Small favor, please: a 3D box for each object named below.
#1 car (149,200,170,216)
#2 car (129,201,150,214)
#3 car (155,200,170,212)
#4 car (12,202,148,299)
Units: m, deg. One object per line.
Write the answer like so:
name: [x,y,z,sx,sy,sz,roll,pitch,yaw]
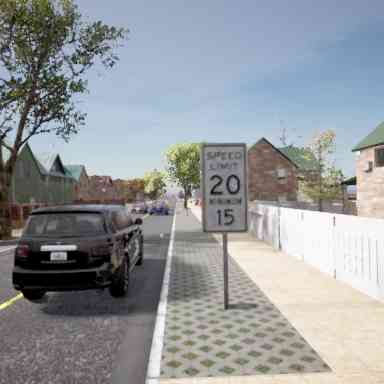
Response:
car: [-3.868,1.799,39.532,2.097,1.767,4.553,-1,-1,-2]
car: [-6.856,2.036,43.938,2.128,1.511,4.902,-1,-1,-2]
car: [-4.354,2.036,49.783,1.882,1.535,5.008,-1,-1,-2]
car: [-2.614,1.328,8.923,2.150,2.045,5.566,-1,-1,-2]
